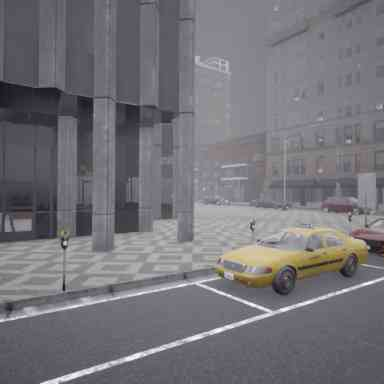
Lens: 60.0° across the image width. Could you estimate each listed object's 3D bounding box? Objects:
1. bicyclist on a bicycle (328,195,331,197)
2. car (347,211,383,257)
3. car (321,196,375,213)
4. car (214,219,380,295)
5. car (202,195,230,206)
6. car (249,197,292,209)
[{"bbox_3d":[16.339,1.159,39.468,1.656,1.620,0.582,0,0,-35],"label":"bicyclist on a bicycle"},{"bbox_3d":[7.498,1.547,12.095,4.507,1.381,1.887,0,1,-35],"label":"car"},{"bbox_3d":[14.569,1.198,31.145,2.097,1.767,4.553,1,0,-35],"label":"car"},{"bbox_3d":[2.779,1.527,8.732,4.829,1.417,1.752,0,1,-35],"label":"car"},{"bbox_3d":[3.393,1.161,47.036,2.128,1.511,4.902,1,0,-35],"label":"car"},{"bbox_3d":[9.062,1.307,38.965,2.033,1.411,5.357,1,0,-35],"label":"car"}]
